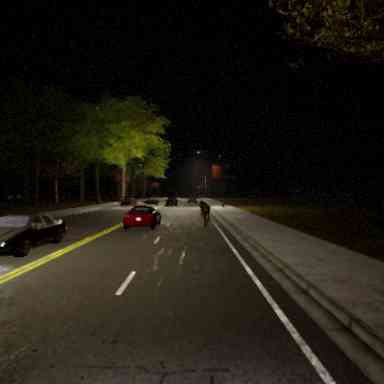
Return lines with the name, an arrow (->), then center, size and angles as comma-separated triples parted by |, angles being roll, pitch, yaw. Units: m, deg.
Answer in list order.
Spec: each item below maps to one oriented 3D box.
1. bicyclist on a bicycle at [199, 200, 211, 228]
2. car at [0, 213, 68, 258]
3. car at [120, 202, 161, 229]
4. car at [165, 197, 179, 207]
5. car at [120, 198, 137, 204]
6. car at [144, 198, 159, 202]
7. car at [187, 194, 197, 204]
bicyclist on a bicycle -> 0.897, 1.448, 20.511 | 0.582, 1.620, 1.656 | 0, 0, 0
car -> -6.598, 1.543, 12.957 | 2.033, 1.411, 5.357 | 0, 0, 0
car -> -3.145, 1.559, 21.529 | 1.994, 1.385, 4.181 | 0, 0, 0
car -> -3.141, 1.529, 52.602 | 1.812, 1.442, 4.674 | 0, 0, 0
car -> -9.809, 1.603, 51.423 | 1.895, 1.301, 4.718 | 0, 0, 0
car -> -6.547, 1.605, 53.944 | 1.895, 1.301, 4.718 | 0, 0, 1
car -> 0.051, 1.560, 65.104 | 2.033, 1.411, 5.357 | 0, 0, 0
